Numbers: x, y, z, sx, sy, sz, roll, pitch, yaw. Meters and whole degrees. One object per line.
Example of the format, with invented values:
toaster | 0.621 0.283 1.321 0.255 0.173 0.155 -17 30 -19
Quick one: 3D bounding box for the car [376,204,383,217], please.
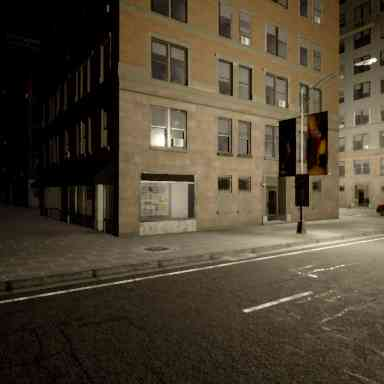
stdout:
car | 18.234 1.514 28.392 1.812 1.442 4.674 0 0 -28
